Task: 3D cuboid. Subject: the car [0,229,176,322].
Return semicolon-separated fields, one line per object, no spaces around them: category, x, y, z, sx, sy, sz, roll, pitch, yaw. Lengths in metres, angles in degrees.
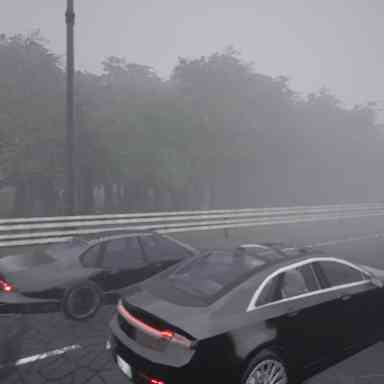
car;-1.276;1.530;7.148;5.357;1.411;2.033;1;-1;-36

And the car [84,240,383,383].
car;1.301;1.491;4.682;4.902;1.511;2.128;0;0;-36
